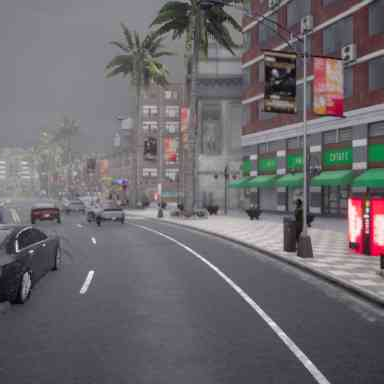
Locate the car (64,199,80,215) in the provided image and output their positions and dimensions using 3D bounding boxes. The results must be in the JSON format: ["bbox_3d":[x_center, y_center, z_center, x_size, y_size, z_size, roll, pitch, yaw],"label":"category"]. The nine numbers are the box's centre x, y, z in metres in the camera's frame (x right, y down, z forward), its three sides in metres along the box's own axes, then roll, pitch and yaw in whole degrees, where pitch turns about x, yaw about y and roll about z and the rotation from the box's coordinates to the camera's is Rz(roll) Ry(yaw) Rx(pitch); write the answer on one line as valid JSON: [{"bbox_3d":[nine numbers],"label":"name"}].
[{"bbox_3d":[-12.145,1.489,34.049,2.128,1.511,4.902,0,0,-28],"label":"car"}]

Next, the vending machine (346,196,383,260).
[{"bbox_3d":[6.073,1.194,11.452,1.100,2.100,0.880,0,0,-12],"label":"vending machine"}]

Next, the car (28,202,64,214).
[{"bbox_3d":[-11.222,1.476,25.215,1.882,1.535,5.008,0,0,-28],"label":"car"}]

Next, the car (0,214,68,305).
[{"bbox_3d":[-4.457,1.505,7.882,1.837,1.490,4.892,1,0,-10],"label":"car"}]

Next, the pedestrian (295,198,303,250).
[{"bbox_3d":[3.808,1.140,11.835,0.375,1.860,0.375,0,0,-13],"label":"pedestrian"}]

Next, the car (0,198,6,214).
[{"bbox_3d":[-12.386,1.220,19.689,2.150,2.045,5.566,0,0,-27],"label":"car"}]

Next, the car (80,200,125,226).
[{"bbox_3d":[-6.166,1.490,23.441,2.128,1.511,4.902,0,0,-28],"label":"car"}]
